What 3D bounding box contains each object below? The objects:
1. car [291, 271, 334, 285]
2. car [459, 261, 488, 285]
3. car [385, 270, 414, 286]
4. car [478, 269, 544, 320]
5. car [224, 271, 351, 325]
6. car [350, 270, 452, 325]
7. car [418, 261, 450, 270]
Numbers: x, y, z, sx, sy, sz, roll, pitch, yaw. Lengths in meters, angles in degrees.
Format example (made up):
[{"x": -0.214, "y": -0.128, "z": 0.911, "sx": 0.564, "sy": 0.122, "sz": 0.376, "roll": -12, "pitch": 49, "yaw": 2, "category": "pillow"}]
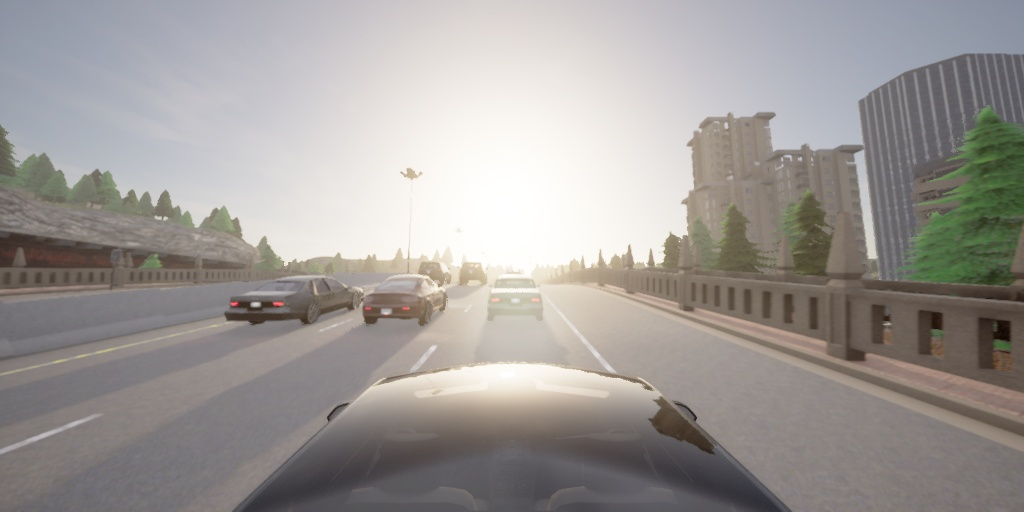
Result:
[{"x": -21.096, "y": 2.394, "z": 38.155, "sx": 1.895, "sy": 1.301, "sz": 4.718, "roll": 0, "pitch": -5, "yaw": 0, "category": "car"}, {"x": -3.402, "y": 1.589, "z": 32.339, "sx": 2.150, "sy": 2.045, "sz": 5.566, "roll": 0, "pitch": -4, "yaw": 0, "category": "car"}, {"x": -14.083, "y": 2.816, "z": 45.083, "sx": 2.097, "sy": 1.767, "sz": 4.553, "roll": 0, "pitch": -6, "yaw": 0, "category": "car"}, {"x": 0.099, "y": 1.380, "z": 13.041, "sx": 2.033, "sy": 1.411, "sz": 5.357, "roll": 0, "pitch": 0, "yaw": 0, "category": "car"}, {"x": -6.901, "y": 1.374, "z": 12.160, "sx": 2.033, "sy": 1.411, "sz": 5.357, "roll": 0, "pitch": 0, "yaw": 0, "category": "car"}, {"x": -3.414, "y": 1.351, "z": 12.028, "sx": 1.812, "sy": 1.442, "sz": 4.674, "roll": 0, "pitch": 0, "yaw": 0, "category": "car"}, {"x": -6.902, "y": 1.588, "z": 32.321, "sx": 2.150, "sy": 2.045, "sz": 5.566, "roll": 0, "pitch": -4, "yaw": 0, "category": "car"}]
